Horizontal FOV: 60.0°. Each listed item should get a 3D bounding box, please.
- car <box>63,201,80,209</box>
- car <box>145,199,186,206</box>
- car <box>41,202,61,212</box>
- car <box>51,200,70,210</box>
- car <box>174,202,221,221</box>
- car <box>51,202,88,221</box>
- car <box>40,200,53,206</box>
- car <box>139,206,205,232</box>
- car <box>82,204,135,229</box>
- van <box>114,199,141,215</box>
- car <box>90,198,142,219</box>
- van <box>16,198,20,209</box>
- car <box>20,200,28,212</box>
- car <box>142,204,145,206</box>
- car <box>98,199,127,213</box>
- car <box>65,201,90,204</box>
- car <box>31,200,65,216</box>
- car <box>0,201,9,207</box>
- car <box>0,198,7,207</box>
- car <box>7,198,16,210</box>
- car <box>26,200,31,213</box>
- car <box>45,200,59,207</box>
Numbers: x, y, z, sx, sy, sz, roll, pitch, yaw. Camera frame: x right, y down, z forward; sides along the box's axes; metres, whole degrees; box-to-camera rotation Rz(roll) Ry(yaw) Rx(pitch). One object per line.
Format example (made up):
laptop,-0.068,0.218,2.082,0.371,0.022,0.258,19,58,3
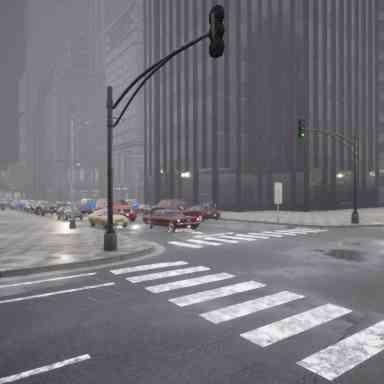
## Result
car,-22.615,2.405,62.253,1.802,1.307,4.206,-1,0,-35
car,-2.299,1.667,33.638,2.192,1.841,5.009,-1,0,-35
car,-21.628,2.244,50.913,1.812,1.442,4.674,0,-1,-35
car,-22.977,2.270,58.005,1.882,1.535,5.008,0,-1,-35
car,0.646,1.828,29.486,1.887,1.381,4.507,-1,0,-35
car,-11.969,2.003,32.527,2.008,1.369,4.403,-1,0,-35
car,-34.661,2.659,79.223,1.947,1.339,4.313,-1,0,-35
car,-1.458,1.846,22.337,1.895,1.301,4.718,0,-1,-35
car,-6.215,1.843,24.420,1.752,1.417,4.829,-1,0,-35
van,-8.178,1.831,41.941,1.690,1.788,3.998,-1,0,-35
car,-7.011,1.598,30.161,2.150,2.045,5.566,0,-1,-35
van,-26.114,2.122,52.448,1.690,1.788,3.998,-1,0,-35
car,-23.284,2.156,48.463,1.967,1.590,4.097,-1,0,-35
car,-5.232,2.003,37.789,1.802,1.307,4.206,-1,0,-35
car,-11.118,1.874,46.093,2.192,1.841,5.009,-1,0,-35
car,-13.067,2.065,38.701,2.033,1.411,5.357,0,-1,-35
car,-17.631,1.900,40.495,2.192,1.841,5.009,-1,0,-35
car,-44.319,2.770,78.102,1.802,1.307,4.206,-1,0,-35
car,-41.208,2.665,73.717,1.887,1.381,4.507,-1,0,-35
car,-31.872,2.353,60.561,1.967,1.590,4.097,-1,0,-35
car,-20.454,2.195,44.480,1.887,1.381,4.507,-1,0,-35
car,-31.649,2.593,74.980,1.947,1.339,4.313,-1,0,-35
